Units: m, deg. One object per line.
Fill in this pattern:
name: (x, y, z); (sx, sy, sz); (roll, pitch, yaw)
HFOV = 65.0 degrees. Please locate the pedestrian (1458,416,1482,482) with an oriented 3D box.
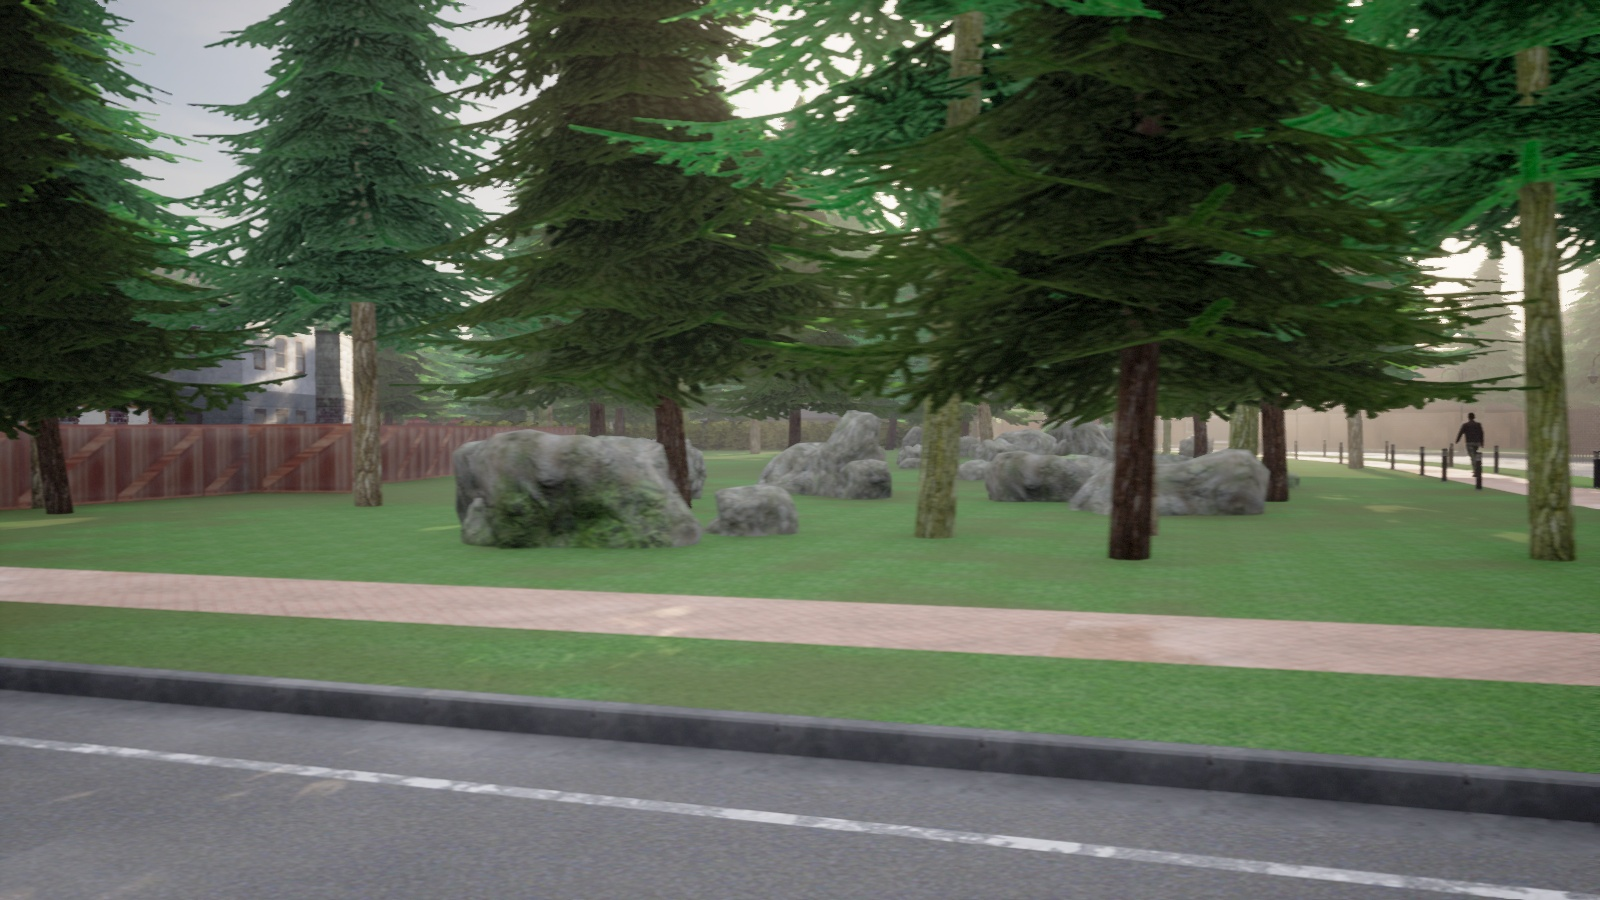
pedestrian: (19.017, -0.032, 35.667); (0.431, 1.840, 0.703); (0, 1, 15)
